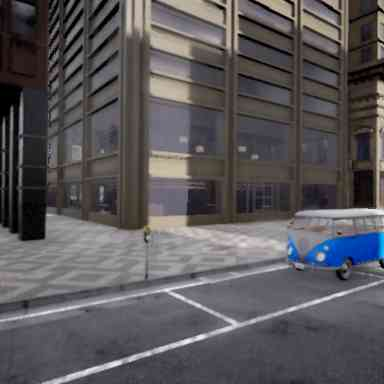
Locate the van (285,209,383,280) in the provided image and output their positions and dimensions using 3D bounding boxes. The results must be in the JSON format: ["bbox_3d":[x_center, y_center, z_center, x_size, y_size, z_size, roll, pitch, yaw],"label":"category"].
[{"bbox_3d":[4.515,1.411,9.866,3.998,1.788,1.690,1,0,-36],"label":"van"}]
